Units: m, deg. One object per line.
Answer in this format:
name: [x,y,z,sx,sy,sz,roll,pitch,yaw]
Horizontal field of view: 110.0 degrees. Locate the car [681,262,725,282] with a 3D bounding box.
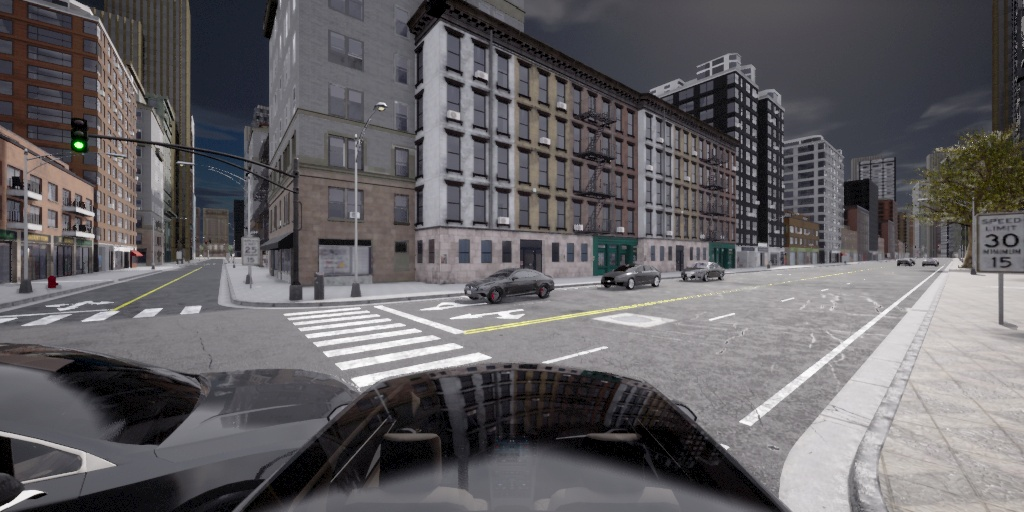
car: [15.710,1.239,29.434,4.902,1.511,2.128,0,0,-39]

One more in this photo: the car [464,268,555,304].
car: [-0.012,1.288,16.765,4.674,1.442,1.812,0,0,-39]

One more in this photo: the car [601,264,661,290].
car: [7.690,1.260,22.977,4.892,1.490,1.837,0,0,-39]

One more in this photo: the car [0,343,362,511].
car: [-3.220,1.257,1.798,4.892,1.490,1.837,0,0,-34]
